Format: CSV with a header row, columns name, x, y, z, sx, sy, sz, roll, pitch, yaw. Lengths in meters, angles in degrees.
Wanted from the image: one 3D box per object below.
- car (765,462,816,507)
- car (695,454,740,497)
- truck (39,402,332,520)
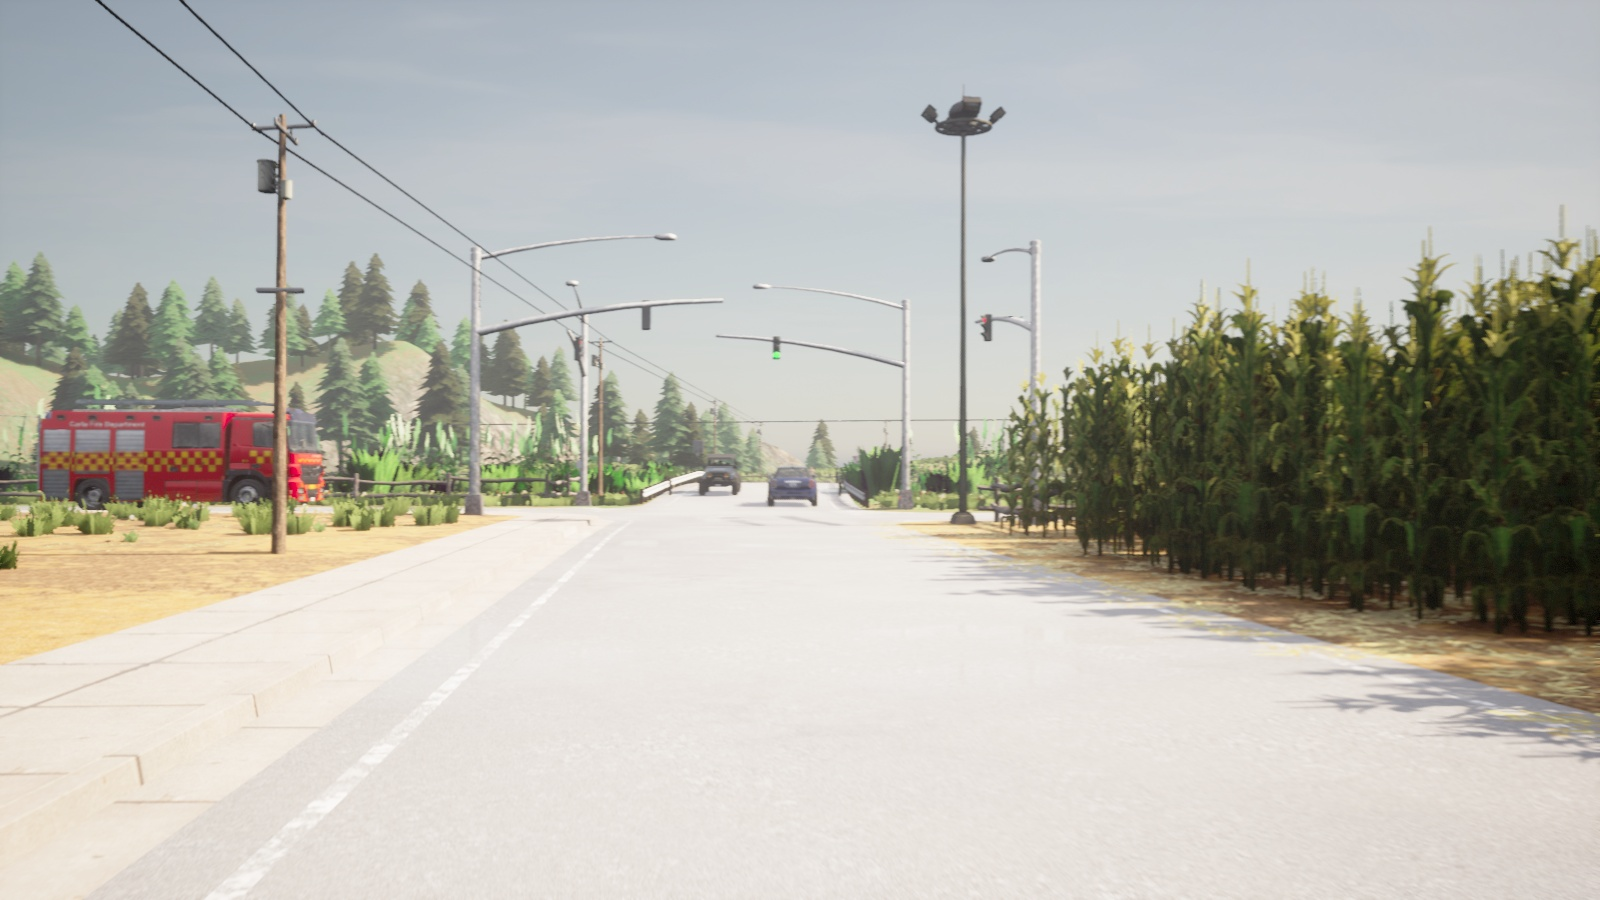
name,x,y,z,sx,sy,sz,roll,pitch,yaw
car,-0.447,1.451,54.060,2.097,1.767,4.553,0,0,-1
car,-4.000,1.206,61.223,1.905,1.878,3.866,0,2,0
truck,-20.675,0.375,42.663,8.468,3.827,2.891,0,-1,-3
